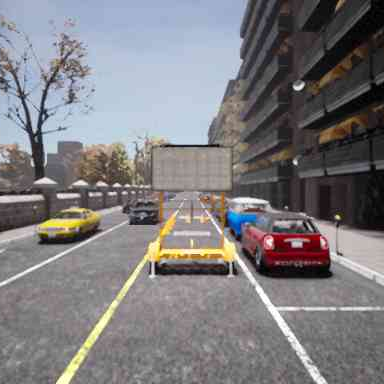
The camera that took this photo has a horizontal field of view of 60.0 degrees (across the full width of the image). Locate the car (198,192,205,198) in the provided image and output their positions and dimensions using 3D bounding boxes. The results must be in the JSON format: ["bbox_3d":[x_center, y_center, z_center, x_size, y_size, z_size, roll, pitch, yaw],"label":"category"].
[{"bbox_3d":[2.681,0.747,94.904,1.967,1.590,4.097,0,0,0],"label":"car"}]

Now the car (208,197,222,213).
[{"bbox_3d":[2.689,1.327,27.345,2.008,1.369,4.403,0,0,0],"label":"car"}]

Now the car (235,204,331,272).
[{"bbox_3d":[2.691,1.353,10.452,1.967,1.590,4.097,0,0,0],"label":"car"}]

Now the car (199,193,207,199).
[{"bbox_3d":[2.682,0.944,83.646,1.947,1.339,4.313,0,0,0],"label":"car"}]

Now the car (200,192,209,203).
[{"bbox_3d":[2.686,1.146,55.493,1.802,1.307,4.206,0,0,0],"label":"car"}]

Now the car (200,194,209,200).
[{"bbox_3d":[2.684,1.034,72.385,1.802,1.307,4.206,0,0,0],"label":"car"}]

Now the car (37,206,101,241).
[{"bbox_3d":[-5.690,1.394,15.913,1.752,1.417,4.829,0,0,0],"label":"car"}]

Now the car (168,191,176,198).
[{"bbox_3d":[-5.699,0.622,94.902,2.192,1.841,5.009,0,0,0],"label":"car"}]

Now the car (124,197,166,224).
[{"bbox_3d":[-3.101,1.317,22.851,1.837,1.490,4.892,0,0,0],"label":"car"}]

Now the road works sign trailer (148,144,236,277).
[{"bbox_3d":[0.000,0.382,9.894,2.380,3.560,2.880,0,0,0],"label":"road works sign trailer"}]

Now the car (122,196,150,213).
[{"bbox_3d":[-5.692,1.296,32.975,1.947,1.339,4.313,0,0,0],"label":"car"}]

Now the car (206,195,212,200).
[{"bbox_3d":[2.689,1.275,32.975,1.887,1.381,4.507,0,0,0],"label":"car"}]

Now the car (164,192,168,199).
[{"bbox_3d":[-5.695,0.879,55.491,2.192,1.841,5.009,0,0,0],"label":"car"}]

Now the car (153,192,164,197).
[{"bbox_3d":[-5.693,1.042,49.860,1.967,1.590,4.097,0,0,0],"label":"car"}]

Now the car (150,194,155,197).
[{"bbox_3d":[-5.693,1.266,38.606,1.802,1.307,4.206,0,0,0],"label":"car"}]

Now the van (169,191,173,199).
[{"bbox_3d":[-5.697,0.792,72.382,1.690,1.788,3.998,0,0,0],"label":"van"}]

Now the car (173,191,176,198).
[{"bbox_3d":[-5.698,0.943,83.644,1.947,1.339,4.313,0,0,0],"label":"car"}]

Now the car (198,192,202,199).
[{"bbox_3d":[2.684,0.929,66.754,1.967,1.590,4.097,0,0,0],"label":"car"}]

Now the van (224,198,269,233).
[{"bbox_3d":[2.691,1.209,16.082,1.690,1.788,3.998,0,0,0],"label":"van"}]

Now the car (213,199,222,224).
[{"bbox_3d":[2.690,1.388,21.714,1.947,1.339,4.313,0,0,0],"label":"car"}]

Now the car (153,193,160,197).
[{"bbox_3d":[-5.693,1.185,44.233,1.887,1.381,4.507,0,0,0],"label":"car"}]
